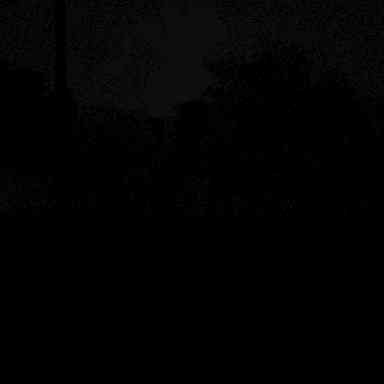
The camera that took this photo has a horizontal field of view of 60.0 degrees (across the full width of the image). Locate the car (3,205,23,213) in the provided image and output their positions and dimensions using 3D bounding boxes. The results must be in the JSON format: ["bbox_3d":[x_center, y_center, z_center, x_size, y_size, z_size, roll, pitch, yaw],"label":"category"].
[{"bbox_3d":[-36.714,3.485,68.261,1.837,1.490,4.892,-3,-2,1],"label":"car"}]
